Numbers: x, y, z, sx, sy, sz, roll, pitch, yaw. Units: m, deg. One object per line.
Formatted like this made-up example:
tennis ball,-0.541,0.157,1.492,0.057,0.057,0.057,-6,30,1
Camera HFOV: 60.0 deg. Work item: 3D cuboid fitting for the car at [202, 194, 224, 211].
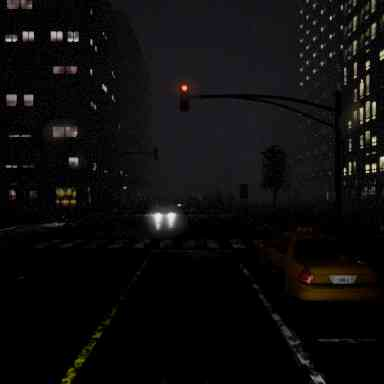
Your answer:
car,2.758,1.332,40.486,2.192,1.841,5.009,0,0,0

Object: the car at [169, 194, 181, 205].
car,-2.950,1.594,62.528,2.033,1.411,5.357,0,0,1

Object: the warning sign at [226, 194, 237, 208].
warning sign,5.151,1.135,43.738,1.300,1.860,1.060,0,0,0

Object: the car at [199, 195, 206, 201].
car,2.849,1.625,90.395,1.752,1.417,4.829,0,0,0

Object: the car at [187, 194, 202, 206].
car,0.198,1.537,53.763,1.837,1.490,4.892,0,0,0

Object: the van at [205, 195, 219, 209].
van,2.768,1.364,46.012,1.690,1.788,3.998,0,0,0

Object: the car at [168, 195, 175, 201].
car,-5.532,1.624,90.070,1.752,1.417,4.829,0,0,0

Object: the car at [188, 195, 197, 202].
car,0.143,1.603,79.736,2.128,1.511,4.902,0,0,0

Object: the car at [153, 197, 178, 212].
car,-3.032,1.616,38.499,1.895,1.301,4.718,0,0,0

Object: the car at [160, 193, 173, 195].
car,-5.572,1.497,68.134,1.967,1.590,4.097,0,0,0

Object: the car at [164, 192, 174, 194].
car,-5.553,1.517,79.187,1.967,1.590,4.097,0,0,0

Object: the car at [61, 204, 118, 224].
car,-7.977,1.666,26.026,4.181,1.385,1.994,-1,1,-35

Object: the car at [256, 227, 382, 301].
car,2.701,1.526,8.243,1.752,1.417,4.829,0,0,0

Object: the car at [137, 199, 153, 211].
car,-5.621,1.568,40.501,2.008,1.369,4.403,0,0,0

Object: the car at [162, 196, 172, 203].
car,-5.562,1.648,73.661,1.802,1.307,4.206,0,0,0

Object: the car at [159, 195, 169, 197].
car,-5.591,1.588,57.080,2.008,1.369,4.403,0,0,0

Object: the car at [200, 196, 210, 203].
car,2.818,1.611,73.645,1.887,1.381,4.507,0,0,0
